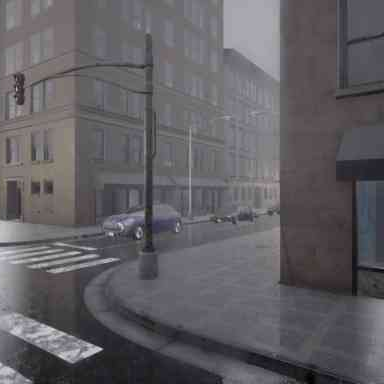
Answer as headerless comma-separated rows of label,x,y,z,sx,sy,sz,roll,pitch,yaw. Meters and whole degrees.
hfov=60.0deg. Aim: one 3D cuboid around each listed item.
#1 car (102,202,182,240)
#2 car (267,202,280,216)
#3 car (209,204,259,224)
car,-2.553,1.432,17.689,2.097,1.767,4.553,0,0,35
car,9.667,1.743,34.876,2.033,1.411,5.357,0,0,36
car,3.482,1.685,26.192,2.033,1.411,5.357,0,0,35
